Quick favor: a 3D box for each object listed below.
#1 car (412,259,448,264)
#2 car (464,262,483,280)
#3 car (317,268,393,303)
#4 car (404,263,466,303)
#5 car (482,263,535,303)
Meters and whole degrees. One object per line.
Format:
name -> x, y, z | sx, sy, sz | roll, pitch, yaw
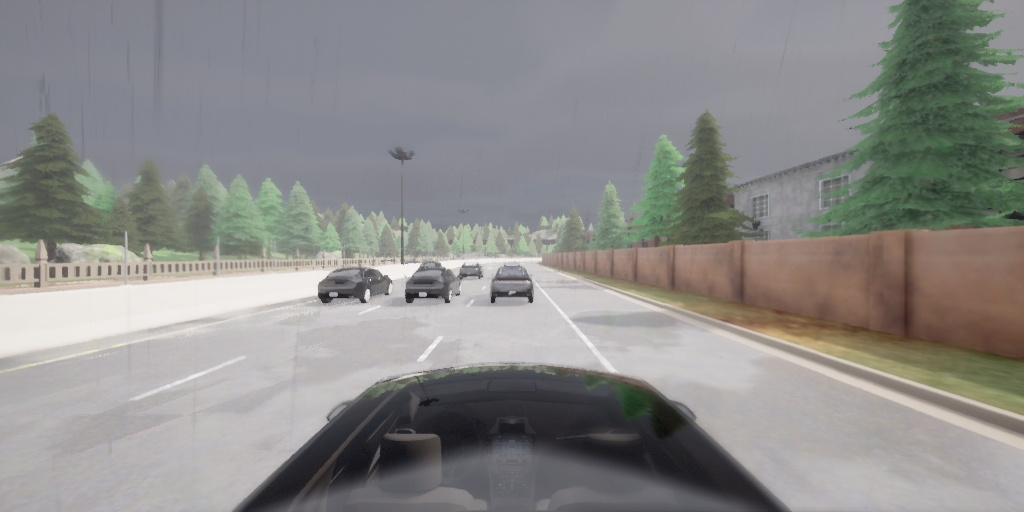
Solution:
car -> -7.000, 1.264, 31.500 | 1.837, 1.490, 4.892 | 0, 0, 0
car -> -3.500, 1.242, 31.500 | 2.128, 1.511, 4.902 | 0, 0, 0
car -> -7.000, 1.263, 16.500 | 1.837, 1.490, 4.892 | 0, 0, 0
car -> -3.500, 1.263, 16.500 | 1.837, 1.490, 4.892 | 0, 0, 0
car -> 0.000, 1.242, 16.500 | 2.128, 1.511, 4.902 | 0, 0, 0
